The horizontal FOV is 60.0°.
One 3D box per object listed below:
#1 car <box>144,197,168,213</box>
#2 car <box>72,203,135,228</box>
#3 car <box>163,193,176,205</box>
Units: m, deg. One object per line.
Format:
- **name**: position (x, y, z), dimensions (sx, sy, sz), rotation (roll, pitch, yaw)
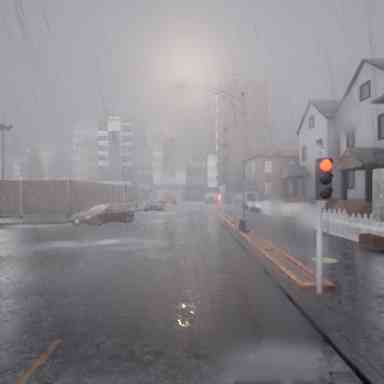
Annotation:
- **car**: position (-4.082, 1.532, 36.923), dimensions (1.994, 1.385, 4.181), rotation (0, 0, 0)
- **car**: position (-5.788, 1.506, 22.331), dimensions (1.812, 1.442, 4.674), rotation (1, 1, 32)
- **car**: position (-4.004, 1.172, 59.594), dimensions (2.150, 2.045, 5.566), rotation (0, 0, 0)
